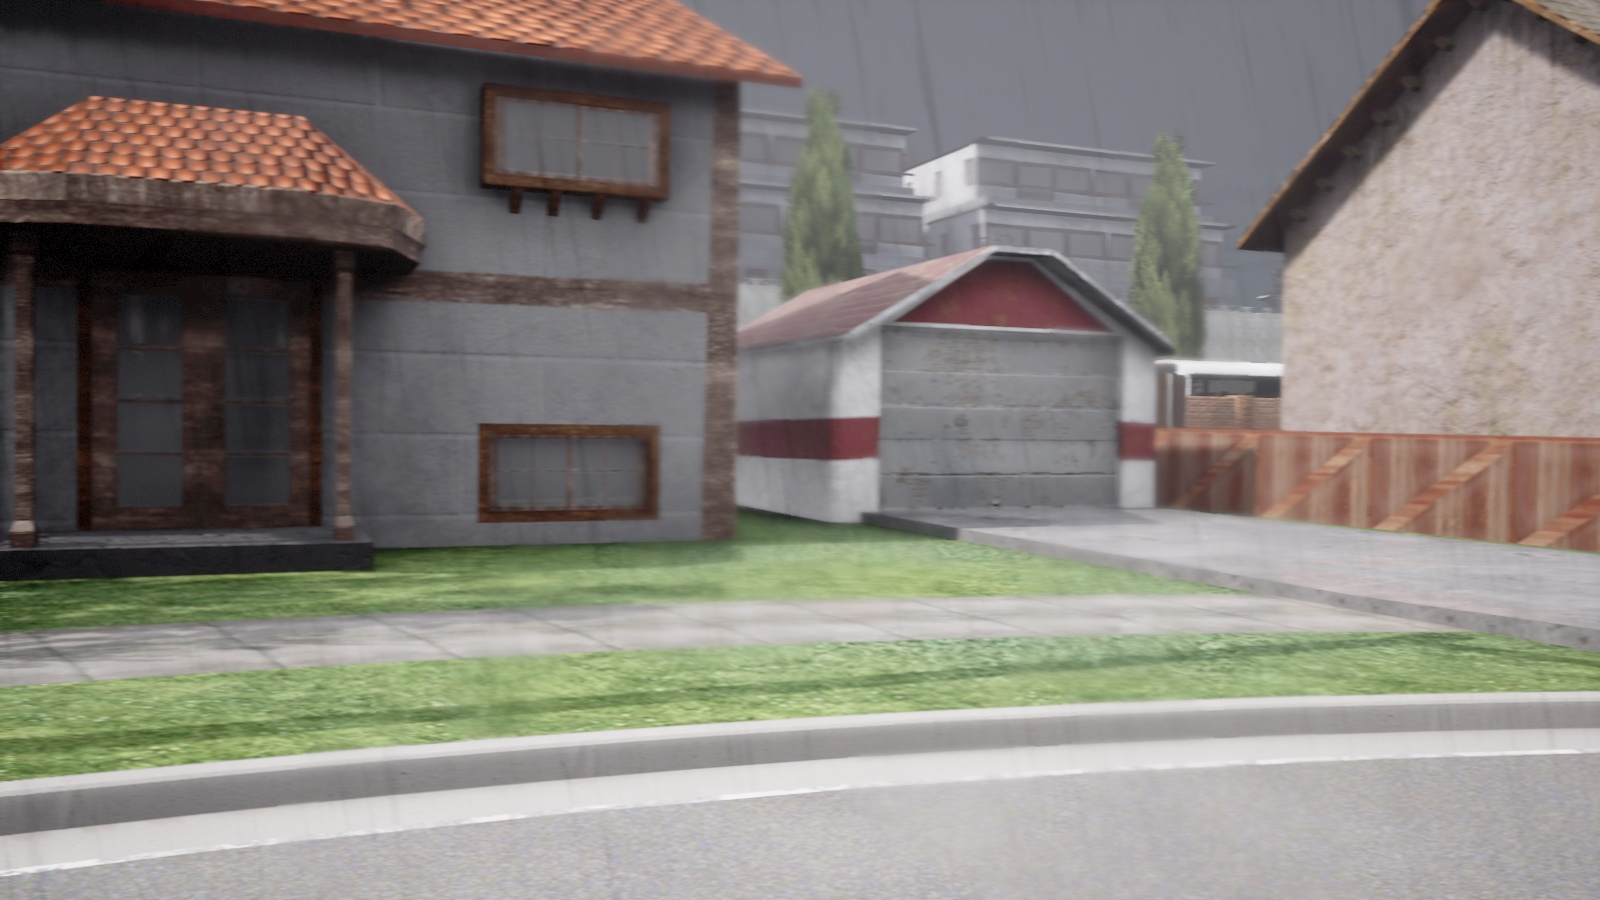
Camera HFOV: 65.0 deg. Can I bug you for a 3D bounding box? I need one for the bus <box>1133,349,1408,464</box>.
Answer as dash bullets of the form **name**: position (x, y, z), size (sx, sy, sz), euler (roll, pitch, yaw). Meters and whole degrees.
- **bus**: position (18.821, -1.711, 50.171), size (10.273, 4.253, 3.944), euler (-1, 1, -21)
